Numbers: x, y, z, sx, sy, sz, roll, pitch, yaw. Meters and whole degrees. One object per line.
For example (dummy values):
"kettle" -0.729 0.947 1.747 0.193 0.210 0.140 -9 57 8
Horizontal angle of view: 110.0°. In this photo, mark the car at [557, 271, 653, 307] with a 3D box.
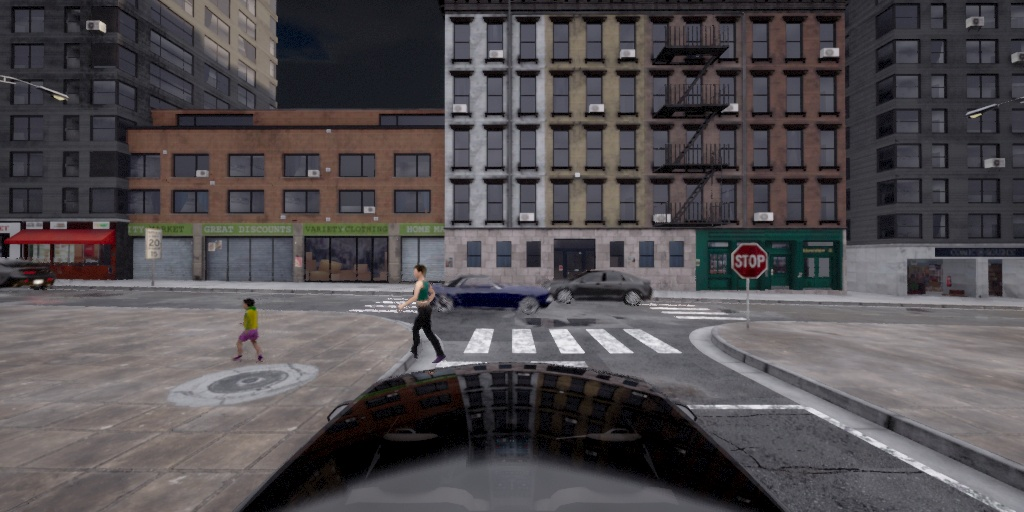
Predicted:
"car" 3.684 1.375 15.924 4.892 1.490 1.837 1 0 0

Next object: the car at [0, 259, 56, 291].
"car" -23.578 0.863 16.038 4.892 1.490 1.837 1 0 0

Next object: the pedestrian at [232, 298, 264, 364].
"pedestrian" -4.478 1.260 6.140 0.500 1.100 0.500 0 0 0

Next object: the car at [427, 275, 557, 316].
"car" -0.935 1.351 12.991 4.718 1.301 1.895 1 0 0

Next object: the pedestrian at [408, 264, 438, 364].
"pedestrian" -1.672 1.045 6.732 0.375 1.860 0.375 0 0 0
